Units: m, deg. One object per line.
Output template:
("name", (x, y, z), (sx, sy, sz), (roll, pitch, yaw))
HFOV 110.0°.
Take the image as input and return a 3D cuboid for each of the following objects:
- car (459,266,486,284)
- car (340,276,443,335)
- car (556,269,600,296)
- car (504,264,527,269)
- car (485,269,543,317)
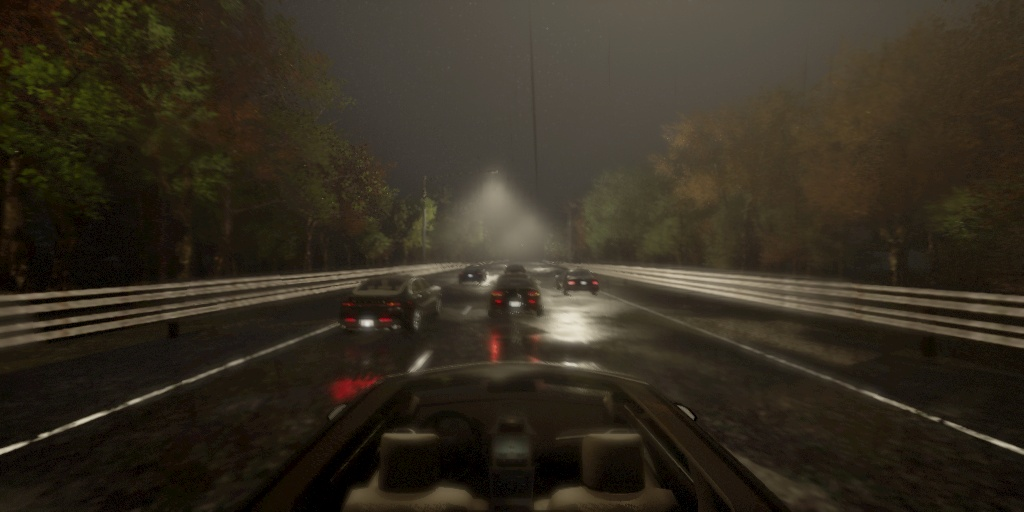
("car", (-3.199, 1.554, 30.105), (1.994, 1.385, 4.181), (0, 0, 1))
("car", (-3.374, 1.333, 10.823), (1.837, 1.490, 4.892), (0, 0, 0))
("car", (3.692, 1.461, 20.766), (2.033, 1.411, 5.357), (0, 0, 1))
("car", (0.314, 1.477, 31.134), (1.882, 1.535, 5.008), (0, 0, 1))
("car", (0.141, 1.377, 13.652), (1.812, 1.442, 4.674), (0, 0, 0))
